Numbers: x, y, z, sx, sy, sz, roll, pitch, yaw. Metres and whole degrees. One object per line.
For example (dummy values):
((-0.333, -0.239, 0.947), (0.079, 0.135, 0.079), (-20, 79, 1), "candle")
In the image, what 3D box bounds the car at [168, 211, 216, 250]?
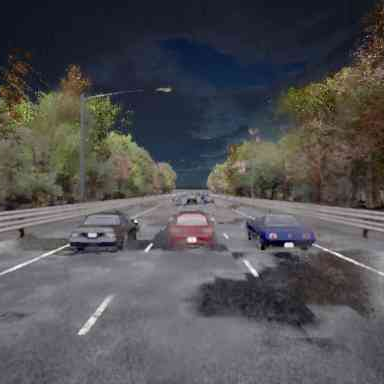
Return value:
((-0.002, 1.539, 14.193), (1.812, 1.442, 4.674), (0, 0, 0), "car")

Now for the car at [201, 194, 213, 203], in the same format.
((3.493, 1.579, 71.221), (1.994, 1.385, 4.181), (0, 0, 0), "car")

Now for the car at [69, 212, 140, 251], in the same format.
((-3.500, 1.560, 14.190), (2.033, 1.411, 5.357), (0, 0, 0), "car")

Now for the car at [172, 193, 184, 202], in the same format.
((-3.508, 1.549, 77.282), (2.128, 1.511, 4.902), (0, 0, 0), "car")

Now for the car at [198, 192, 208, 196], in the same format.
((3.491, 1.244, 89.824), (2.150, 2.045, 5.566), (0, 0, 0), "car")

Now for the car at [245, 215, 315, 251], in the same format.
((3.498, 1.614, 14.190), (1.895, 1.301, 4.718), (0, 0, 0), "car")

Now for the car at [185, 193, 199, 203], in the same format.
((-0.008, 1.505, 67.459), (1.882, 1.535, 5.008), (0, 0, 0), "car")
